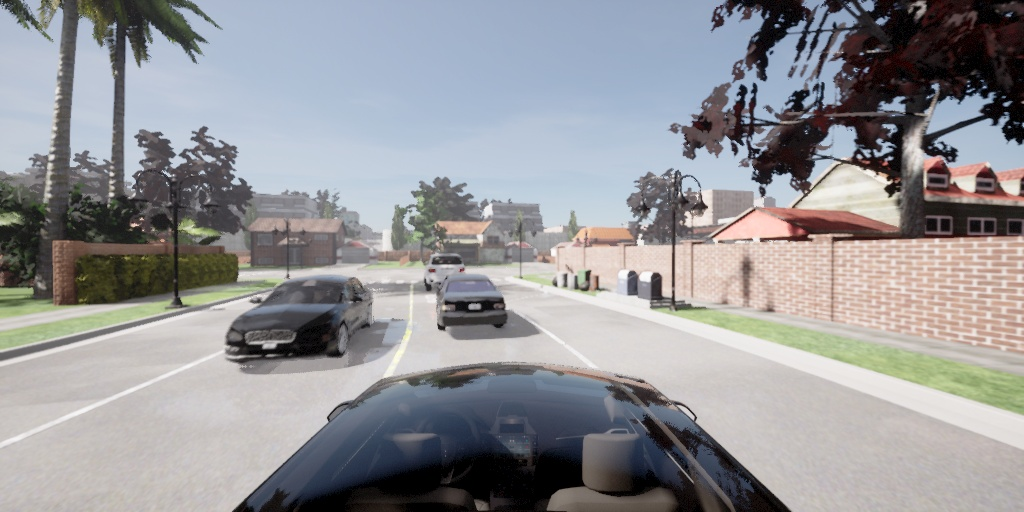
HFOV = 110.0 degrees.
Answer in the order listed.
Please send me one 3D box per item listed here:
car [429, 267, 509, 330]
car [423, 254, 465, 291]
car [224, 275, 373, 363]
[{"bbox_3d":[-1.404,1.255,11.074,2.033,1.411,5.357,0,0,-12],"label":"car"},{"bbox_3d":[-4.041,0.888,21.281,2.150,2.045,5.566,0,0,-15],"label":"car"},{"bbox_3d":[-4.499,1.233,8.328,1.837,1.490,4.892,0,0,-11],"label":"car"}]
